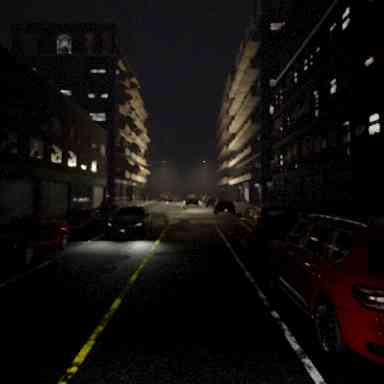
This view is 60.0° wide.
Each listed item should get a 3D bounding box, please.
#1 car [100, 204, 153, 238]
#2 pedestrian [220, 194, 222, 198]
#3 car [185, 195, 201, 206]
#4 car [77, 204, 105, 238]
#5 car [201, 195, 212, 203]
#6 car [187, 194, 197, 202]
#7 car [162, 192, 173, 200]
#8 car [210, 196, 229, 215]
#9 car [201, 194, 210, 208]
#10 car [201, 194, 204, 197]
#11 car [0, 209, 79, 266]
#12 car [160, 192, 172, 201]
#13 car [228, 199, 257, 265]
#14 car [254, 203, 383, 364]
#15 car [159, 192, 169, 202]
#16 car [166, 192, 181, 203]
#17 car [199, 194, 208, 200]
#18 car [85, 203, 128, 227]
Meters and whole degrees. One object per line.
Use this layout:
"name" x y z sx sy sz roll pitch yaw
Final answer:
"car" -3.100 1.446 17.190 1.812 1.442 4.674 0 0 0
"pedestrian" 3.001 1.136 34.786 0.375 1.860 0.375 1 -1 -5
"car" 0.031 1.379 48.911 1.895 1.301 4.718 0 0 1
"car" -5.679 1.504 16.960 1.802 1.307 4.206 1 0 0
"car" 2.701 1.304 61.490 1.802 1.307 4.206 1 0 0
"car" 0.001 1.216 68.240 2.033 1.411 5.357 0 0 0
"car" -5.675 0.961 78.241 2.192 1.841 5.009 1 0 0
"car" 3.001 1.361 31.828 1.837 1.490 4.892 0 0 0
"car" 2.701 1.347 44.775 2.008 1.369 4.403 1 0 0
"car" 2.702 1.271 56.088 1.752 1.417 4.829 1 0 0
"car" -5.679 1.492 11.389 1.887 1.381 4.507 1 0 0
"car" -5.675 0.986 72.669 2.192 1.841 5.009 1 0 0
"car" 2.705 1.263 11.347 2.192 1.841 5.009 1 0 0
"car" 2.704 1.288 5.777 2.192 1.841 5.009 1 0 0
"car" -5.679 1.262 67.100 1.947 1.339 4.313 1 0 0
"car" -3.038 1.258 59.063 1.812 1.442 4.674 0 0 1
"car" 2.701 1.229 78.203 1.802 1.307 4.206 1 0 0
"car" -5.679 1.478 22.531 1.802 1.307 4.206 1 0 0
